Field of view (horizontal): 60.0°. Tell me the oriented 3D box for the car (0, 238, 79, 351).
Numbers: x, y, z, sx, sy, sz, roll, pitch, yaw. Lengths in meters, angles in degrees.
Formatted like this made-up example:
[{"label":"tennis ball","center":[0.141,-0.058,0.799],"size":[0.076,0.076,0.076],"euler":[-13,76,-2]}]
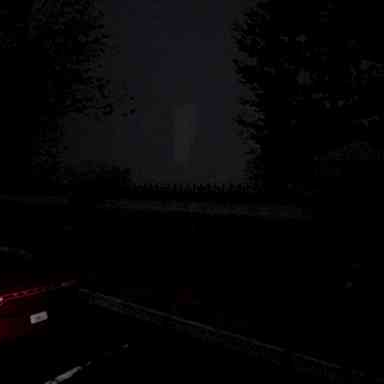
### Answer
[{"label":"car","center":[-3.781,1.441,5.585],"size":[4.507,1.381,1.887],"euler":[1,0,36]}]
